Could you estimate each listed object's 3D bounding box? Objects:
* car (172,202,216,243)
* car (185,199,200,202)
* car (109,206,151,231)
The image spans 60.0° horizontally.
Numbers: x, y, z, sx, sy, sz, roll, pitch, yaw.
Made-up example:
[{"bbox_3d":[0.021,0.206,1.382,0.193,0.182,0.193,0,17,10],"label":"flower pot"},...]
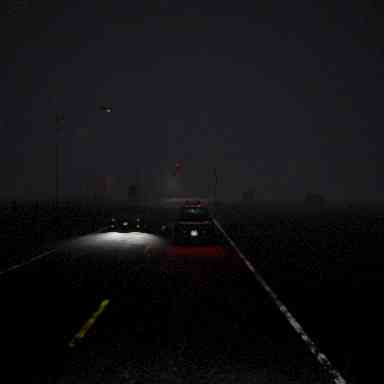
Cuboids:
[{"bbox_3d":[0.091,1.466,15.967,2.128,1.511,4.902,0,0,0],"label":"car"},{"bbox_3d":[0.087,1.434,31.548,2.128,1.511,4.902,0,0,0],"label":"car"},{"bbox_3d":[-3.607,1.530,19.970,1.994,1.385,4.181,0,0,0],"label":"car"}]
